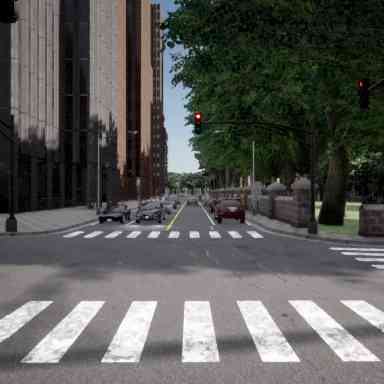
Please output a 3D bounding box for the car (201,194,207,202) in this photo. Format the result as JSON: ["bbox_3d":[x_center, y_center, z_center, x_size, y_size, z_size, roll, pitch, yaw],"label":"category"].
[{"bbox_3d":[2.819,1.481,52.530,1.967,1.590,4.097,0,0,0],"label":"car"}]

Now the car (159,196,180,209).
[{"bbox_3d":[-3.052,1.596,44.924,1.994,1.385,4.181,0,0,0],"label":"car"}]

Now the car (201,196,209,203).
[{"bbox_3d":[2.842,1.593,74.526,1.752,1.417,4.829,0,0,0],"label":"car"}]

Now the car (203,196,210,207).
[{"bbox_3d":[2.807,1.579,41.617,2.008,1.369,4.403,0,0,0],"label":"car"}]

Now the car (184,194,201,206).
[{"bbox_3d":[0.115,1.536,55.806,2.128,1.511,4.902,0,0,1],"label":"car"}]

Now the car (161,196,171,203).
[{"bbox_3d":[-5.683,1.612,74.361,1.887,1.381,4.507,0,0,0],"label":"car"}]

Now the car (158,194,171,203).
[{"bbox_3d":[-5.689,1.375,68.904,2.192,1.841,5.009,0,0,0],"label":"car"}]

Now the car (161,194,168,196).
[{"bbox_3d":[-5.695,1.635,63.447,1.802,1.307,4.206,0,0,0],"label":"car"}]

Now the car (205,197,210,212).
[{"bbox_3d":[2.802,1.588,36.161,1.947,1.339,4.313,0,0,0],"label":"car"}]

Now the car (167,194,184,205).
[{"bbox_3d":[-2.942,1.596,59.391,2.033,1.411,5.357,0,0,0],"label":"car"}]

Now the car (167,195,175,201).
[{"bbox_3d":[-5.666,1.534,90.732,1.967,1.590,4.097,0,0,0],"label":"car"}]

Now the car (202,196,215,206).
[{"bbox_3d":[2.825,1.487,57.987,1.967,1.590,4.097,0,0,0],"label":"car"}]

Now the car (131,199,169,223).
[{"bbox_3d":[-3.079,1.516,25.520,1.837,1.490,4.892,0,0,1],"label":"car"}]

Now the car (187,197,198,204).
[{"bbox_3d":[0.070,1.620,65.786,1.994,1.385,4.181,0,0,0],"label":"car"}]

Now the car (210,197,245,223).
[{"bbox_3d":[2.790,1.326,25.248,2.192,1.841,5.009,0,0,0],"label":"car"}]

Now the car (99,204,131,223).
[{"bbox_3d":[-5.735,1.577,25.248,1.947,1.339,4.313,0,0,0],"label":"car"}]

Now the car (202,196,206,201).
[{"bbox_3d":[2.813,1.585,47.074,2.008,1.369,4.403,0,0,0],"label":"car"}]

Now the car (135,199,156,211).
[{"bbox_3d":[-5.718,1.579,41.618,2.008,1.369,4.403,0,0,0],"label":"car"}]

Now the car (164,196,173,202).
[{"bbox_3d":[-5.678,1.620,79.818,1.887,1.381,4.507,0,0,0],"label":"car"}]

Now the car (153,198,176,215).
[{"bbox_3d":[-3.062,1.622,34.856,1.895,1.301,4.718,0,0,0],"label":"car"}]
